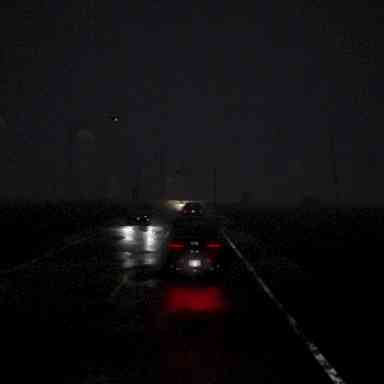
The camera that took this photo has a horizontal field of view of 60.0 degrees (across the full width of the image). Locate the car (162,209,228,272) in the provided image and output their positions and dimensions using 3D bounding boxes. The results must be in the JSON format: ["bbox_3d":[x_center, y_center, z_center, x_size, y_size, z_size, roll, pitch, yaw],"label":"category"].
[{"bbox_3d":[0.081,1.545,10.866,1.837,1.490,4.892,0,0,0],"label":"car"}]

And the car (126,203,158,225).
[{"bbox_3d":[-3.603,1.589,24.759,1.837,1.490,4.892,0,-1,0],"label":"car"}]

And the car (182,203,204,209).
[{"bbox_3d":[0.091,1.644,29.657,2.033,1.411,5.357,0,0,0],"label":"car"}]
